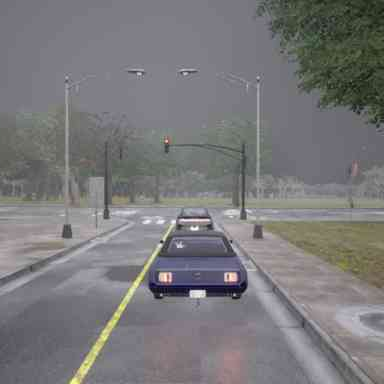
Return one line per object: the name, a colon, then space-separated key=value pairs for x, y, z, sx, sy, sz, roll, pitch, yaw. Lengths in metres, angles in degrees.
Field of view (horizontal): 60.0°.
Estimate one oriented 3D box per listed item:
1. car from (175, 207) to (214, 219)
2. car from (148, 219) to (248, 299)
car: x=0.124 y=1.518 z=17.648 sx=2.128 sy=1.511 sz=4.902 roll=0 pitch=0 yaw=0
car: x=0.111 y=1.606 z=8.388 sx=1.895 sy=1.301 sz=4.718 roll=0 pitch=0 yaw=0
